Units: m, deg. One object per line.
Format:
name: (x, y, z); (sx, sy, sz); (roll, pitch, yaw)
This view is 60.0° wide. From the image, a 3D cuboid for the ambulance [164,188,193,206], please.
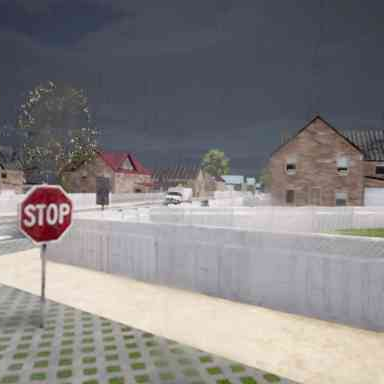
ambulance: (-1.934, 0.656, 47.155); (2.351, 2.431, 6.366); (2, 1, 18)
